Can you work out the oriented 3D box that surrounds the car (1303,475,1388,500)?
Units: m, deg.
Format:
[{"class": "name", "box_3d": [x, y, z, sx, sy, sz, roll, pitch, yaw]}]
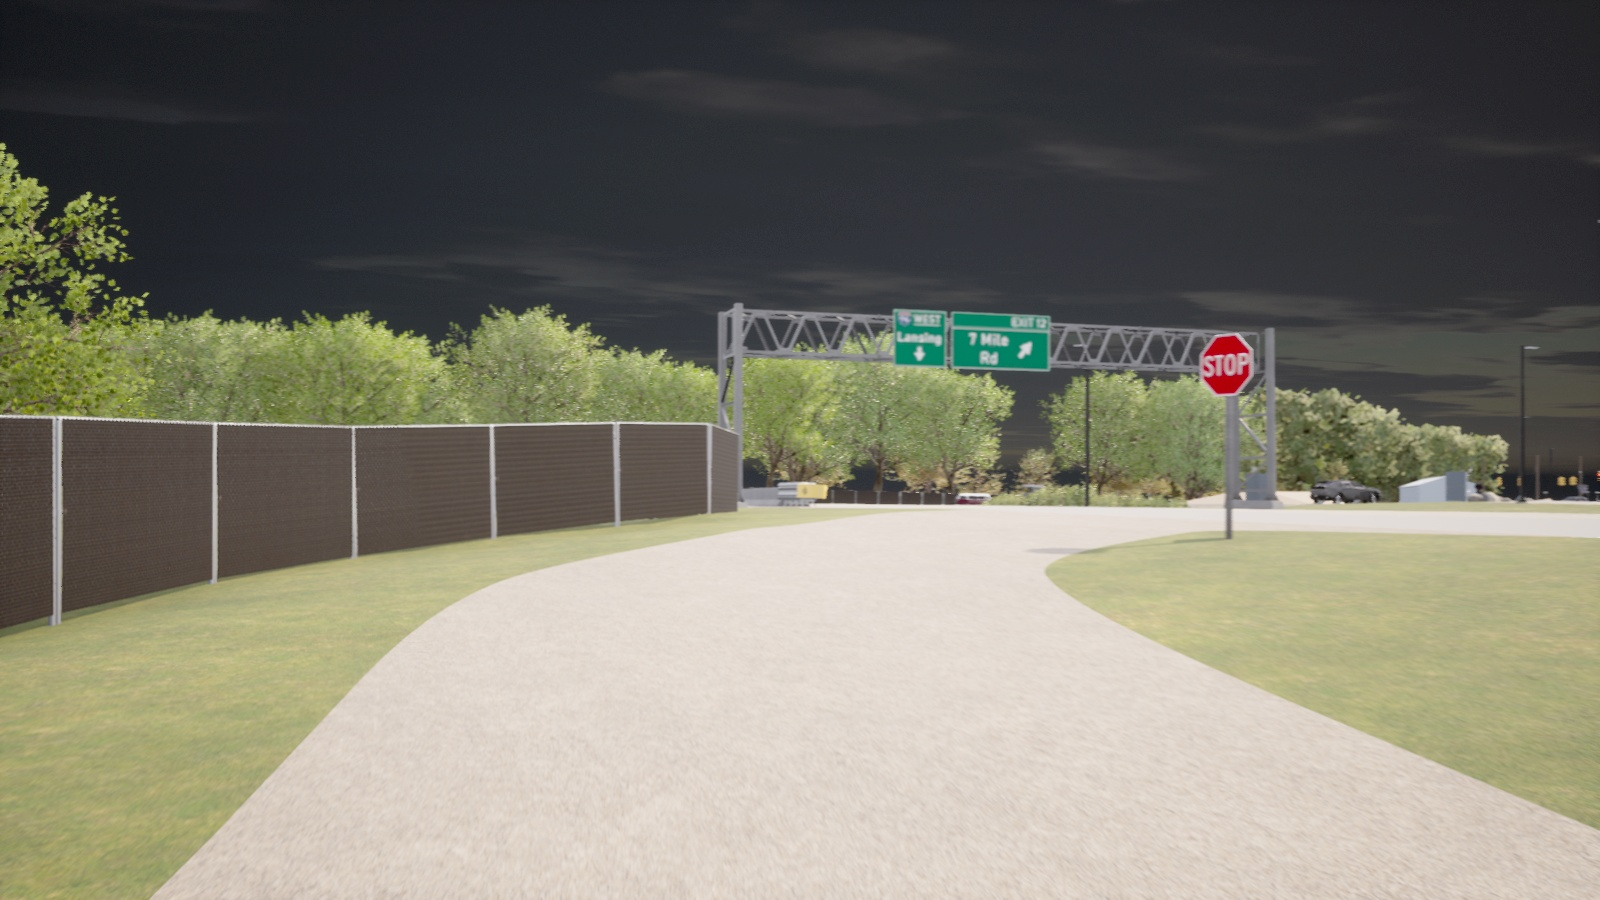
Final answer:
[{"class": "car", "box_3d": [35.534, 2.426, 81.846, 4.902, 1.511, 2.128, 0, -3, -19]}]
